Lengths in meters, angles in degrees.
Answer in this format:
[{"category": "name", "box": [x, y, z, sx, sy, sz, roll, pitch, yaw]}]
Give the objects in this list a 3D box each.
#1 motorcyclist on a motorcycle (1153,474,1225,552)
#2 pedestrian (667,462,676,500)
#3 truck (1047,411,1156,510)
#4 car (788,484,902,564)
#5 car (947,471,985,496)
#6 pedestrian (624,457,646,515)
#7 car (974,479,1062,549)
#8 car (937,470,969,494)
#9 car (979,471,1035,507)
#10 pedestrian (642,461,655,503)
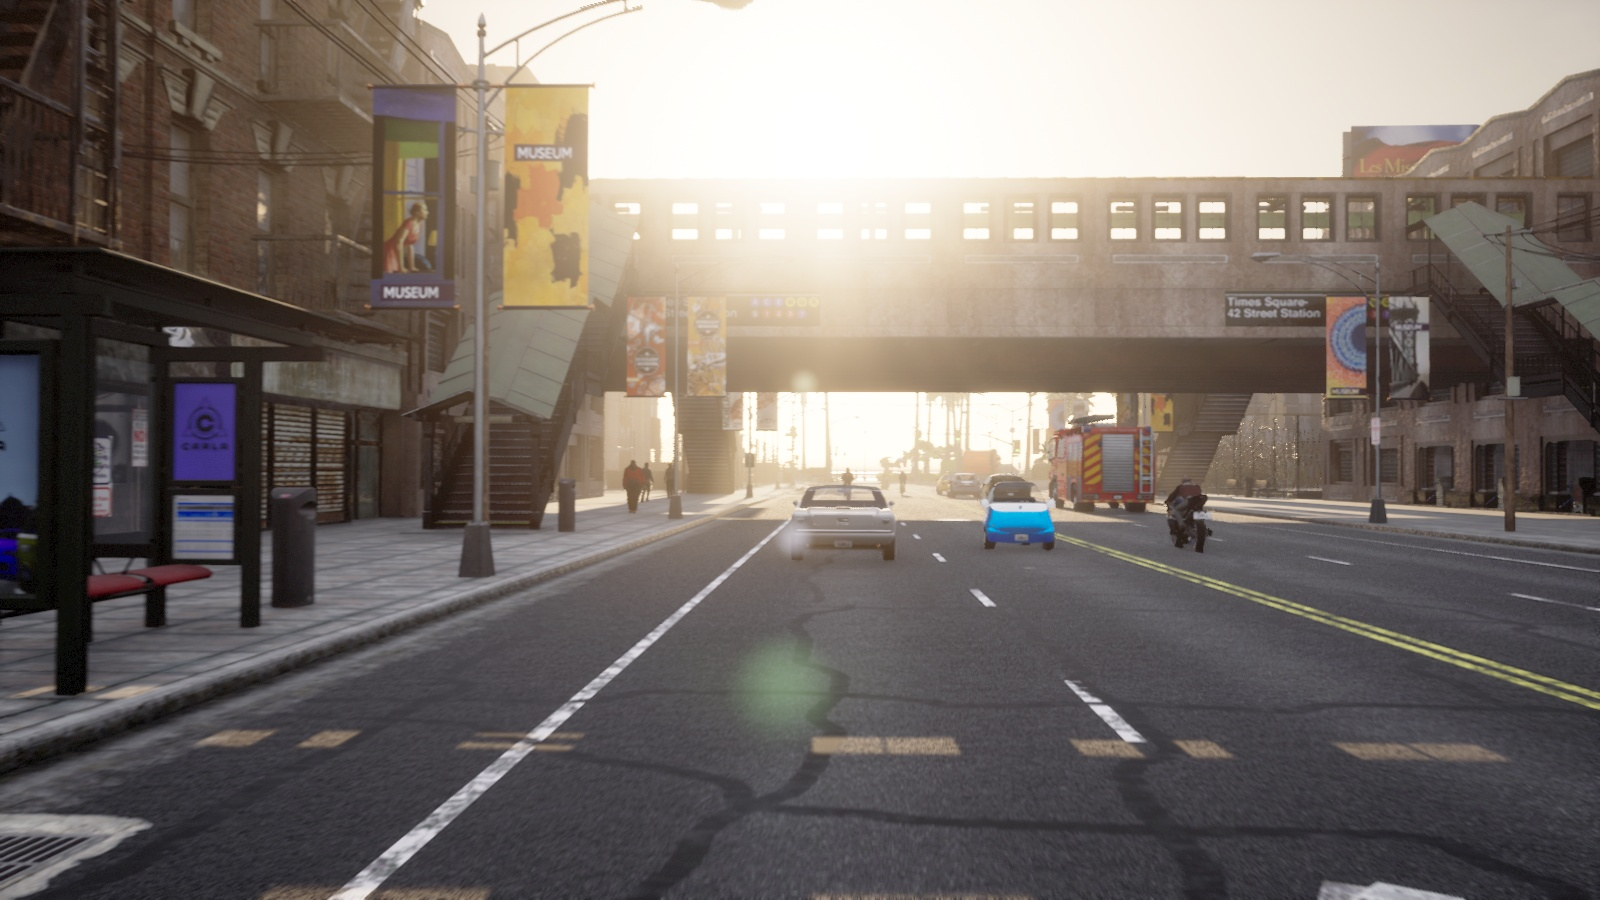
[{"category": "motorcyclist on a motorcycle", "box": [7.936, 1.255, 25.729, 0.866, 1.530, 2.191, 0, -1, 2]}, {"category": "pedestrian", "box": [-6.239, 1.513, 60.968, 0.331, 1.846, 0.634, 0, -1, 4]}, {"category": "truck", "box": [12.525, 0.495, 52.880, 2.891, 3.827, 8.468, 0, -1, 3]}, {"category": "car", "box": [0.846, 1.305, 23.459, 1.895, 1.301, 4.718, 0, -1, 2]}, {"category": "car", "box": [10.023, 2.020, 75.990, 1.970, 1.475, 3.806, 0, -1, 2]}, {"category": "pedestrian", "box": [-5.327, 1.168, 40.565, 0.634, 1.844, 0.899, 0, -1, -4]}, {"category": "car", "box": [4.439, 1.287, 25.813, 1.481, 1.376, 2.207, 0, -1, 2]}, {"category": "car", "box": [10.347, 2.143, 85.045, 1.801, 1.575, 5.366, 0, -1, 3]}, {"category": "car", "box": [9.187, 1.702, 56.133, 1.882, 1.535, 5.008, 0, -1, 3]}, {"category": "pedestrian", "box": [-6.693, 1.422, 55.459, 0.370, 1.835, 0.726, 0, -1, 13]}]
